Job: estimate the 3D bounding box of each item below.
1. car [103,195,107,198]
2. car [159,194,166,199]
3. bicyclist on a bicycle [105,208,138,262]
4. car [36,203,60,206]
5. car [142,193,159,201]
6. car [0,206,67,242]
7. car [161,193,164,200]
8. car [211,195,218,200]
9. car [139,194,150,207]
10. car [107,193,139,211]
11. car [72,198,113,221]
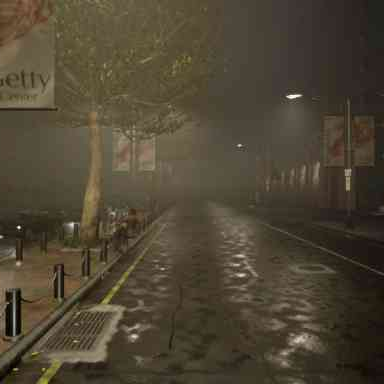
[{"bbox_3d":[-12.249,1.224,51.487,2.150,2.045,5.566,0,0,9],"label":"car"},{"bbox_3d":[-8.416,1.174,95.098,1.812,1.442,4.674,0,0,0],"label":"car"},{"bbox_3d":[-2.182,1.221,10.572,0.582,1.656,1.620,10,-52,-49],"label":"bicyclist on a bicycle"},{"bbox_3d":[-11.710,1.562,26.825,1.994,1.385,4.181,0,0,0],"label":"car"},{"bbox_3d":[-8.300,1.222,68.682,2.150,2.045,5.566,0,0,0],"label":"car"},{"bbox_3d":[-8.135,1.601,16.401,1.895,1.301,4.718,0,0,0],"label":"car"},{"bbox_3d":[-8.351,1.525,80.365,2.128,1.511,4.902,0,0,0],"label":"car"},{"bbox_3d":[6.337,1.595,94.091,1.895,1.301,4.718,0,0,0],"label":"car"},{"bbox_3d":[-8.319,1.526,52.503,1.812,1.442,4.674,0,0,0],"label":"car"},{"bbox_3d":[-8.275,1.218,40.404,2.150,2.045,5.566,0,1,0],"label":"car"},{"bbox_3d":[-8.217,1.506,27.239,1.837,1.490,4.892,0,0,0],"label":"car"}]
